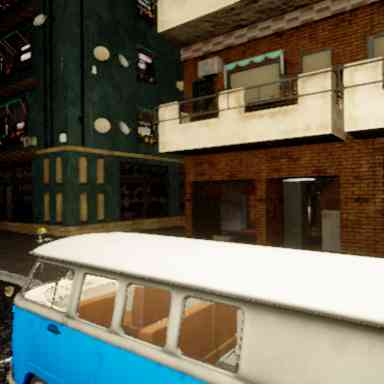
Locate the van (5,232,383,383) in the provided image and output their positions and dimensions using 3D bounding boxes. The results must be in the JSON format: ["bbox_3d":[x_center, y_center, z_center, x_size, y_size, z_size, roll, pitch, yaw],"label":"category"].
[{"bbox_3d":[0.021,1.341,2.876,3.998,1.788,1.690,0,-1,36],"label":"van"}]
